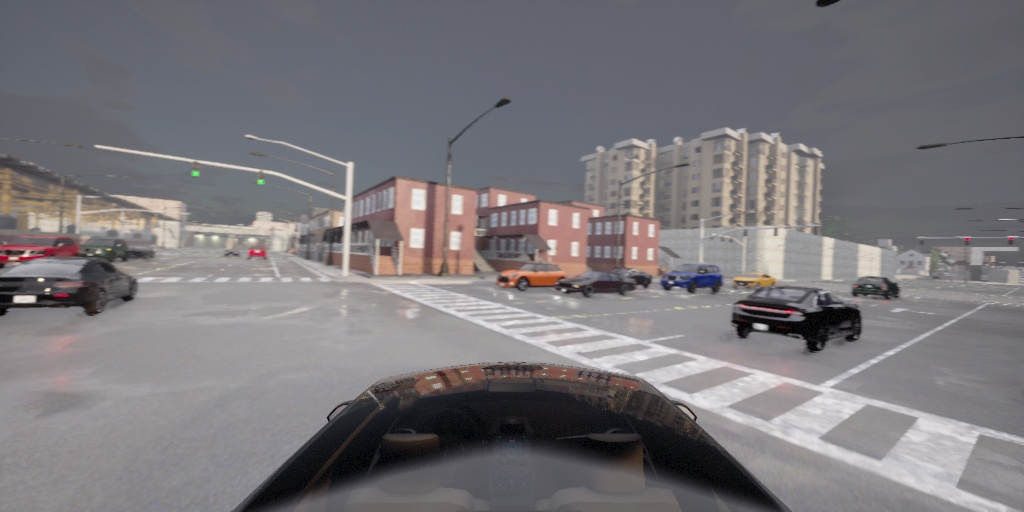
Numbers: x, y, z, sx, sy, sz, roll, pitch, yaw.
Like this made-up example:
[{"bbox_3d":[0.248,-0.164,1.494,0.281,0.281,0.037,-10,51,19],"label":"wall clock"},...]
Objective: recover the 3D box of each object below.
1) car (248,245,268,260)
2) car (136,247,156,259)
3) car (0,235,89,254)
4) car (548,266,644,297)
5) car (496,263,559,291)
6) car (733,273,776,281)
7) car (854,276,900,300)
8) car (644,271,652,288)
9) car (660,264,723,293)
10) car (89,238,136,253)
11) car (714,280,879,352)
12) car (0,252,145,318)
[{"bbox_3d":[-35.929,-0.521,50.708,2.150,2.045,5.566,2,0,-34],"label":"car"},{"bbox_3d":[-40.918,-0.378,39.386,1.895,1.301,4.718,3,0,-34],"label":"car"},{"bbox_3d":[-29.369,-0.281,22.348,2.150,2.045,5.566,3,0,-34],"label":"car"},{"bbox_3d":[4.996,1.551,20.866,5.357,1.411,2.033,3,0,-35],"label":"car"},{"bbox_3d":[1.267,1.195,22.536,4.553,1.767,2.097,3,0,-34],"label":"car"},{"bbox_3d":[21.930,2.246,32.398,5.008,1.535,1.882,3,0,-34],"label":"car"},{"bbox_3d":[29.143,2.430,28.676,4.553,1.767,2.097,3,0,-35],"label":"car"},{"bbox_3d":[8.804,1.675,27.698,4.902,1.511,2.128,3,0,-34],"label":"car"},{"bbox_3d":[13.429,1.605,26.613,5.566,2.045,2.150,3,0,-34],"label":"car"},{"bbox_3d":[-35.158,-0.519,30.933,2.150,2.045,5.566,3,0,-34],"label":"car"},{"bbox_3d":[8.113,1.612,10.129,4.902,1.511,2.128,3,0,-34],"label":"car"},{"bbox_3d":[-12.245,0.752,9.972,1.812,1.442,4.674,3,0,-34],"label":"car"}]
